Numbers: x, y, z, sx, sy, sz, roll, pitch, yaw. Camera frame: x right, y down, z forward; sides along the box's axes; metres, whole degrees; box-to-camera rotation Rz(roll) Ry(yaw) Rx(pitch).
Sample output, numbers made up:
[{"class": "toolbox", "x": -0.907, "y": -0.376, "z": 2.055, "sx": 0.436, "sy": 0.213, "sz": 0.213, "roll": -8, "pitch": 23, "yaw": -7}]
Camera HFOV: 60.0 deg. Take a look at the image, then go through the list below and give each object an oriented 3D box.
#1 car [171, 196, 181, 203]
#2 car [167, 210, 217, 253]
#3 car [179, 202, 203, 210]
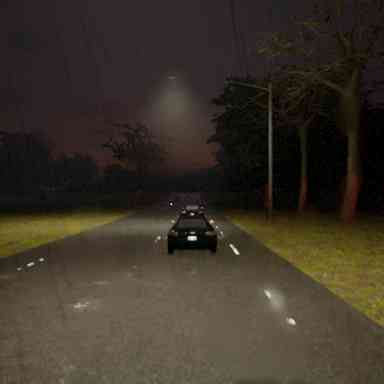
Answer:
[{"class": "car", "x": -3.457, "y": 1.530, "z": 71.045, "sx": 1.882, "sy": 1.535, "sz": 5.008, "roll": 0, "pitch": 1, "yaw": 0}, {"class": "car", "x": 0.012, "y": 1.700, "z": 14.333, "sx": 1.994, "sy": 1.385, "sz": 4.181, "roll": 0, "pitch": 0, "yaw": 0}, {"class": "car", "x": 0.022, "y": 1.799, "z": 29.312, "sx": 1.994, "sy": 1.385, "sz": 4.181, "roll": 0, "pitch": 0, "yaw": 0}]
